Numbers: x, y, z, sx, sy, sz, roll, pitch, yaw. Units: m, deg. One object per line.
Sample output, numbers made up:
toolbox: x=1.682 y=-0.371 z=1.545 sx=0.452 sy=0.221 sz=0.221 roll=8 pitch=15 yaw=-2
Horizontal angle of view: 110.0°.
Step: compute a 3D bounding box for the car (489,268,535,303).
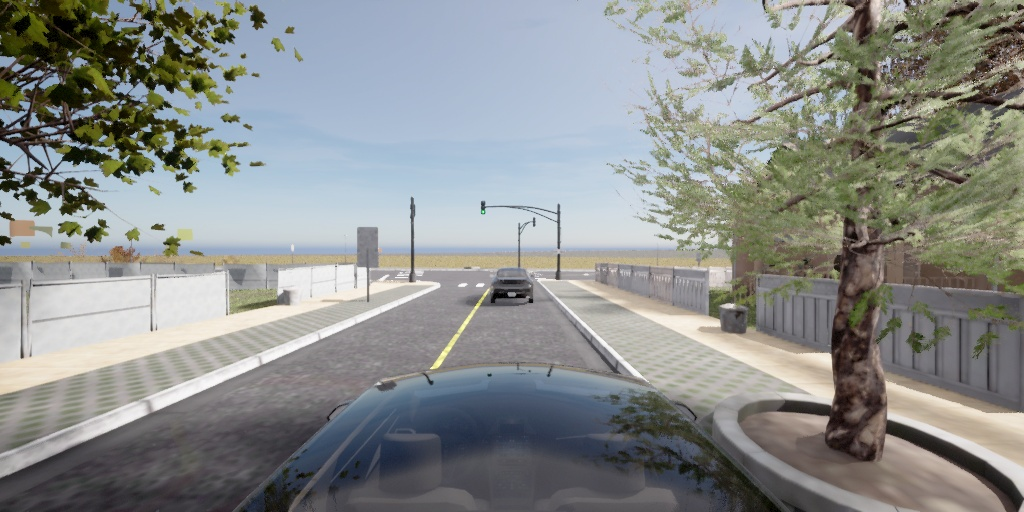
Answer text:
car: x=0.000 y=1.260 z=16.503 sx=1.837 sy=1.490 sz=4.892 roll=0 pitch=0 yaw=0
